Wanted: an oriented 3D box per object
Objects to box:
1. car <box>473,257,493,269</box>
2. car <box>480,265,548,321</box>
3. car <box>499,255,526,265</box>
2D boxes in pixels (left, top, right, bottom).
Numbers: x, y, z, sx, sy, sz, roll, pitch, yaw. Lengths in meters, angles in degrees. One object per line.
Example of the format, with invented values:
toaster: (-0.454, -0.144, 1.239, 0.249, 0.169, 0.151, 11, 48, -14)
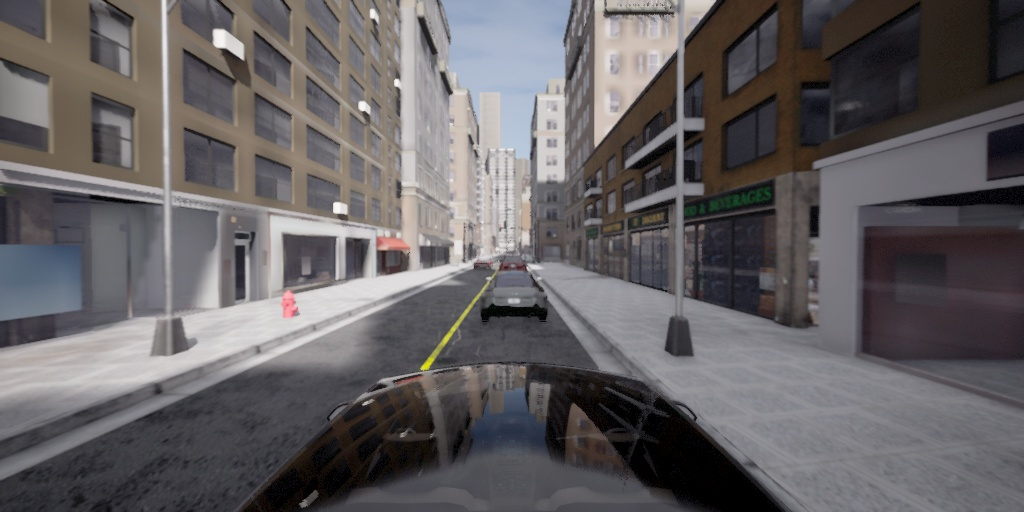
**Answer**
car: (-3.102, 0.756, 38.970, 1.895, 1.301, 4.718, 0, 1, 0)
car: (0.069, 1.158, 11.745, 1.994, 1.385, 4.181, 0, 1, 0)
car: (0.068, 0.679, 28.627, 2.097, 1.767, 4.553, 0, 1, 0)
